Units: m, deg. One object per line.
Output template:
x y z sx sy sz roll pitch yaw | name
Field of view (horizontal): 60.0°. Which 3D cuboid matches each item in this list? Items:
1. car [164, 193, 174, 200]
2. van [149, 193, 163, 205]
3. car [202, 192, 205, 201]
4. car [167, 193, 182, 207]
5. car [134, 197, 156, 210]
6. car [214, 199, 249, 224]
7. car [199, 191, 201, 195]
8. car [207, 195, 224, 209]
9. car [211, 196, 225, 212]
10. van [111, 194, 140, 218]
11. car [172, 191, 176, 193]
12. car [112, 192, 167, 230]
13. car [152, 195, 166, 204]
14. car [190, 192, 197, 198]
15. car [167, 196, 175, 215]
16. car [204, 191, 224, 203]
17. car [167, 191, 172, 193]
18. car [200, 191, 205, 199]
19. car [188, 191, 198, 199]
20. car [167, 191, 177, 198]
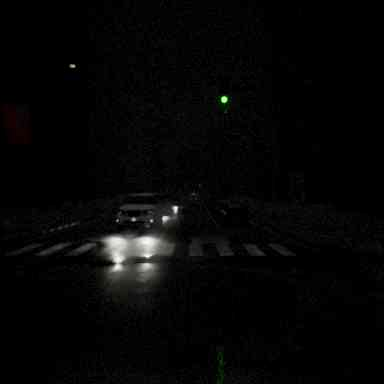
-5.351 1.040 78.261 1.947 1.339 4.313 0 0 0 | car
-5.508 0.994 50.697 1.690 1.788 3.998 0 0 0 | van
3.049 1.142 56.337 1.752 1.417 4.829 0 0 0 | car
-2.829 1.192 45.745 1.837 1.490 4.892 0 0 1 | car
-5.571 1.291 39.673 1.947 1.339 4.313 0 0 0 | car
2.859 1.386 23.090 2.008 1.369 4.403 0 0 0 | car
3.174 0.916 78.218 1.967 1.590 4.097 0 0 0 | car
2.922 1.313 34.115 2.008 1.369 4.403 0 0 0 | car
2.892 1.323 28.772 1.752 1.417 4.829 0 0 0 | car
-5.634 1.138 28.648 1.690 1.788 3.998 0 0 0 | van
-5.382 0.825 72.747 2.192 1.841 5.009 0 0 0 | car
-3.018 1.075 20.258 2.150 2.045 5.566 0 0 1 | car
-5.477 1.162 56.211 1.887 1.381 4.507 0 0 0 | car
0.509 0.775 95.474 1.882 1.535 5.008 0 0 0 | car
-2.951 1.332 30.731 2.033 1.411 5.357 0 0 0 | car
2.954 1.041 39.627 2.192 1.841 5.009 0 0 0 | car
-5.445 0.896 61.722 2.192 1.841 5.009 0 0 0 | car
3.080 1.023 61.679 1.967 1.590 4.097 0 0 0 | car
0.450 1.021 85.182 1.895 1.301 4.718 0 0 0 | car
-5.288 0.719 89.284 2.192 1.841 5.009 0 0 0 | car
